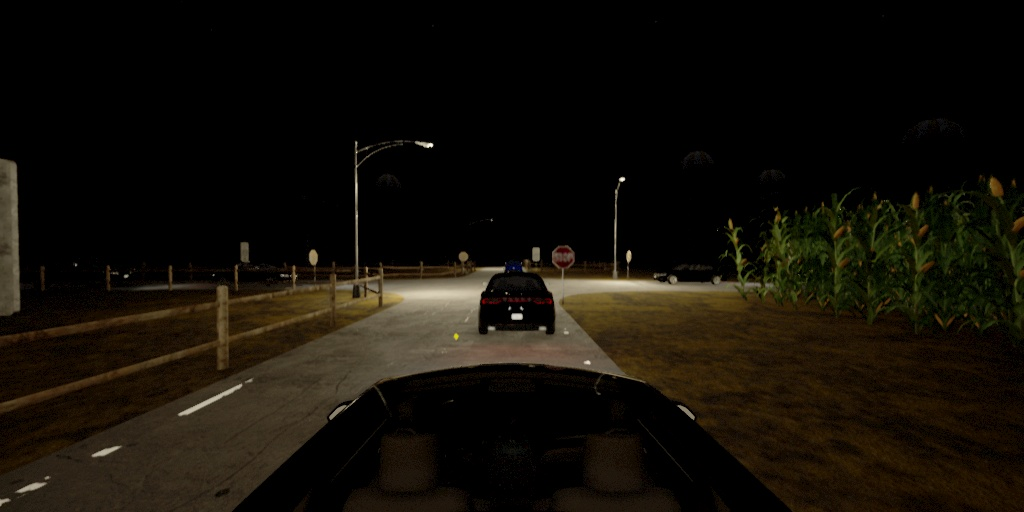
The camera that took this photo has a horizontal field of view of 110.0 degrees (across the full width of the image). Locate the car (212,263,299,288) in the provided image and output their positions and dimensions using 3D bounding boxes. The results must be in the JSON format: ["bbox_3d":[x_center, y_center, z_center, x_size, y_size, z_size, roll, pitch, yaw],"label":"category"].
[{"bbox_3d":[-16.427,1.208,23.116,4.902,1.511,2.128,0,1,0],"label":"car"}]

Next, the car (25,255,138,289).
[{"bbox_3d":[-27.675,0.969,23.147,5.566,2.045,2.150,0,1,0],"label":"car"}]

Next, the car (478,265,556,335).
[{"bbox_3d":[0.119,1.192,10.454,1.882,1.535,5.008,0,0,0],"label":"car"}]

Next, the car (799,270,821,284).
[{"bbox_3d":[23.204,1.345,25.799,4.902,1.511,2.128,1,1,0],"label":"car"}]

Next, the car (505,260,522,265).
[{"bbox_3d":[0.187,1.200,42.331,1.882,1.535,5.008,0,0,0],"label":"car"}]

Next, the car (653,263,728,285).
[{"bbox_3d":[12.782,1.232,25.816,5.008,1.535,1.882,0,1,-1],"label":"car"}]
